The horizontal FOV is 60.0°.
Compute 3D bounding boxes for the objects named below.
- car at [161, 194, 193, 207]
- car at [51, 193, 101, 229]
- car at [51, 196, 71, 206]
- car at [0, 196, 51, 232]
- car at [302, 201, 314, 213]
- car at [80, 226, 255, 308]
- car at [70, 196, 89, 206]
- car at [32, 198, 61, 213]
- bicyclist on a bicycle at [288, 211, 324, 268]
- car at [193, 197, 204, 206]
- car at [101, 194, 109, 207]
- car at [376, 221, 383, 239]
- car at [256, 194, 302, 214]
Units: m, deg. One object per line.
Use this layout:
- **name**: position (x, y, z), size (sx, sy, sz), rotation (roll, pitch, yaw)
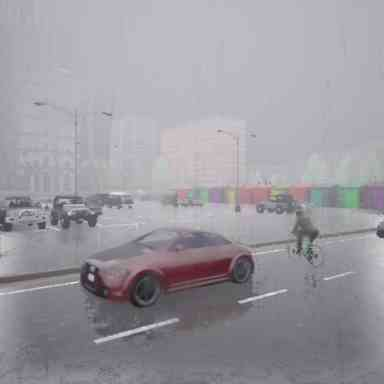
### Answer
- **car**: position (-2.404, 1.153, 46.358), size (1.932, 1.855, 4.605), rotation (0, 0, -37)
- **car**: position (-7.401, 1.156, 20.521), size (1.905, 1.878, 3.866), rotation (0, 0, -37)
- **car**: position (-20.345, 1.395, 51.585), size (1.970, 1.475, 3.806), rotation (0, 0, -37)
- **car**: position (-9.740, 1.153, 18.814), size (1.932, 1.855, 4.605), rotation (0, 0, -37)
- **car**: position (10.519, 1.395, 34.157), size (1.970, 1.475, 3.806), rotation (0, 0, -37)
- **car**: position (-0.451, 1.566, 7.978), size (4.181, 1.385, 1.994), rotation (0, 0, -36)
- **car**: position (-18.038, 1.364, 53.335), size (1.784, 1.438, 3.905), rotation (0, 0, -37)
- **car**: position (-15.808, 1.395, 36.069), size (1.970, 1.475, 3.806), rotation (0, 0, -37)
- **bicyclist on a bicycle**: position (3.397, 1.405, 10.069), size (0.582, 1.620, 1.656), rotation (-1, -1, -21)
- **car**: position (-0.058, 1.364, 48.058), size (1.784, 1.438, 3.905), rotation (0, 0, -37)
- **car**: position (-15.932, 1.153, 54.998), size (1.932, 1.855, 4.605), rotation (0, 0, -37)
- **car**: position (10.725, 1.562, 16.041), size (4.181, 1.385, 1.994), rotation (0, 0, -36)
- **car**: position (8.206, 1.156, 32.415), size (1.905, 1.878, 3.866), rotation (0, 0, -37)
